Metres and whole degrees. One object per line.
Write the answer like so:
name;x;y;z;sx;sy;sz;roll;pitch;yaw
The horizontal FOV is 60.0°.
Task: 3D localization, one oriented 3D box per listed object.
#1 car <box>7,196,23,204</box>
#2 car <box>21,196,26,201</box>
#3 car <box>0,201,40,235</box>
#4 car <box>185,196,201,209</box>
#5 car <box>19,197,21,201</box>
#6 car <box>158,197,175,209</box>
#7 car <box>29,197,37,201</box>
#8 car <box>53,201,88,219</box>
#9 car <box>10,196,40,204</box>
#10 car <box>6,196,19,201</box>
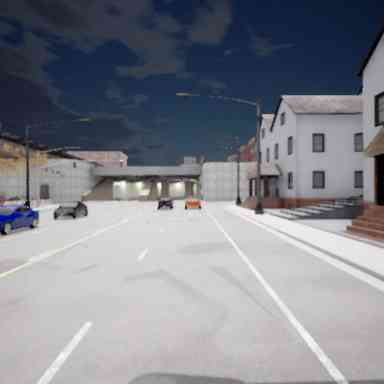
car;-31.682;1.378;59.373;1.853;1.218;4.536;0;0;-36
car;-31.650;1.535;59.332;2.038;1.542;4.974;0;0;-36
car;-10.591;1.502;19.104;1.882;1.535;5.008;0;0;0
car;0.123;1.276;44.704;2.097;1.767;4.553;0;0;0
car;-31.642;1.542;54.723;2.038;1.542;4.974;0;0;44
car;-3.401;1.449;43.690;1.837;1.490;4.892;0;0;0
car;-32.462;1.374;64.653;1.853;1.218;4.536;0;0;29
car;-10.575;1.534;29.379;1.812;1.442;4.674;0;0;0
car;-32.436;1.531;64.699;2.038;1.542;4.974;0;0;29
car;-31.678;1.385;54.685;1.853;1.218;4.536;0;0;44
